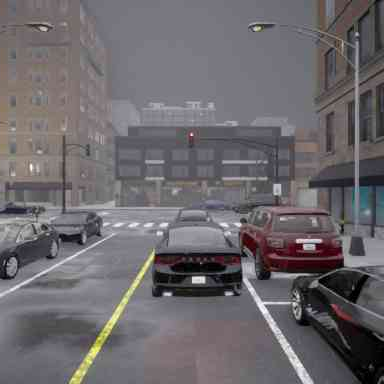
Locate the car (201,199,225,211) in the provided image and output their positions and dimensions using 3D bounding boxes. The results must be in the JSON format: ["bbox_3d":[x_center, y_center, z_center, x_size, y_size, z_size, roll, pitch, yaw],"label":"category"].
[{"bbox_3d":[1.869,1.541,37.782,4.674,1.442,1.812,0,0,0],"label":"car"}]

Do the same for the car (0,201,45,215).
[{"bbox_3d":[-16.201,1.529,30.979,4.718,1.301,1.895,0,0,0],"label":"car"}]

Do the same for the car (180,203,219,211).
[{"bbox_3d":[0.062,1.504,16.162,1.837,1.490,4.892,0,0,0],"label":"car"}]

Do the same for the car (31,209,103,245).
[{"bbox_3d":[-5.406,1.565,15.493,1.947,1.339,4.313,0,0,0],"label":"car"}]

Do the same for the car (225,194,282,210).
[{"bbox_3d":[6.663,1.262,33.963,5.566,2.045,2.150,0,0,-10],"label":"car"}]

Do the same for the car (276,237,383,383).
[{"bbox_3d":[2.631,1.566,4.178,1.947,1.339,4.313,0,0,0],"label":"car"}]

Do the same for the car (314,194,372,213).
[{"bbox_3d":[17.066,1.316,37.864,5.566,2.045,2.150,1,0,0],"label":"car"}]

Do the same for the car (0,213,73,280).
[{"bbox_3d":[-5.400,1.550,9.831,2.008,1.369,4.403,0,0,0],"label":"car"}]

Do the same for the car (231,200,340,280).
[{"bbox_3d":[2.625,1.314,9.840,2.192,1.841,5.009,0,0,0],"label":"car"}]

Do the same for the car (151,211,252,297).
[{"bbox_3d":[0.064,1.477,8.636,1.882,1.535,5.008,0,0,-1],"label":"car"}]
